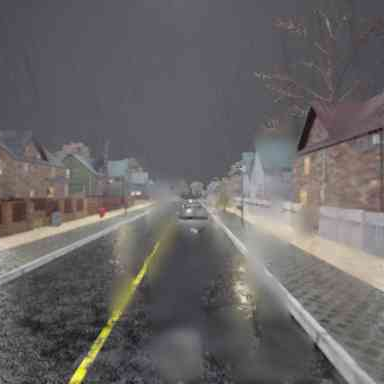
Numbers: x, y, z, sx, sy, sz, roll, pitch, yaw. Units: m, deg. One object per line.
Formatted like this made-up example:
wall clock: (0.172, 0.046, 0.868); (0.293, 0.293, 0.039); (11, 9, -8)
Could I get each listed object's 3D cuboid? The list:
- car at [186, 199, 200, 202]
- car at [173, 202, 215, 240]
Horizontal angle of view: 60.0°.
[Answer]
car: (0.092, 1.498, 36.607); (2.128, 1.511, 4.902); (0, 0, 0)
car: (0.097, 1.471, 16.682); (2.128, 1.511, 4.902); (0, 0, 0)
